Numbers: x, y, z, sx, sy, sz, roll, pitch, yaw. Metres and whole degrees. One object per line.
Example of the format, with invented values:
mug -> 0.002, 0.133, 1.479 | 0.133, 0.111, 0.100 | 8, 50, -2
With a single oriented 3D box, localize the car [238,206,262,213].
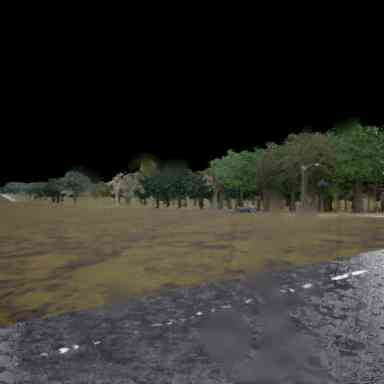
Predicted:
car -> 11.233, 3.339, 64.655 | 2.033, 1.411, 5.357 | 1, -2, -33
